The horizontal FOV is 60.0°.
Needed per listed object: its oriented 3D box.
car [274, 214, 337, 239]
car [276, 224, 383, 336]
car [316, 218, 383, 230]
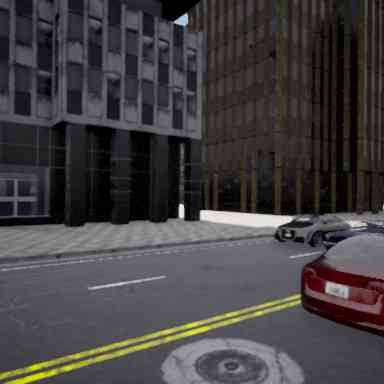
[{"bbox_3d":[5.870,1.739,15.861,4.181,1.385,1.994,1,-1,-35],"label":"car"},{"bbox_3d":[4.154,1.593,6.527,4.792,1.488,2.163,1,-1,-36],"label":"car"},{"bbox_3d":[7.081,1.766,12.734,4.718,1.301,1.895,1,-1,-36],"label":"car"}]
